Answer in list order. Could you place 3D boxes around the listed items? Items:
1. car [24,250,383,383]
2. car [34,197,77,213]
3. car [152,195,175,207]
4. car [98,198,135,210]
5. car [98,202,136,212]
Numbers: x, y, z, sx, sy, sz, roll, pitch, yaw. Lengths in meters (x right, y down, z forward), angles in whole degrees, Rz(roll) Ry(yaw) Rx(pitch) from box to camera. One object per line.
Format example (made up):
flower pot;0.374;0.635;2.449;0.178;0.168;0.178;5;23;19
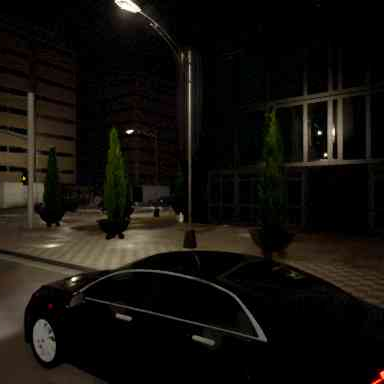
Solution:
car;-0.164;1.504;4.106;4.892;1.490;1.837;0;0;36
car;-14.986;1.395;36.498;2.097;1.767;4.553;0;0;35
car;-4.100;1.395;51.926;2.097;1.767;4.553;0;0;35
car;-9.865;1.568;43.750;1.812;1.442;4.674;0;0;35
car;-8.676;1.549;39.031;1.837;1.490;4.892;0;0;35
